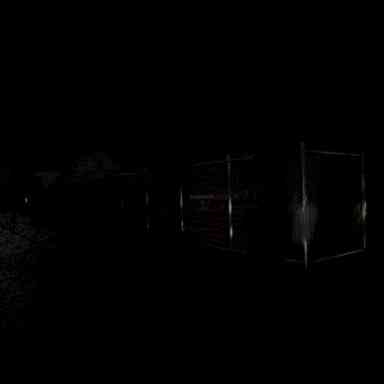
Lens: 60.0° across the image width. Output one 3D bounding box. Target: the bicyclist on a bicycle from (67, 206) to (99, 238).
[{"bbox_3d":[-5.628,1.533,17.191,1.656,1.620,0.582,-2,0,-36],"label":"bicyclist on a bicycle"}]
